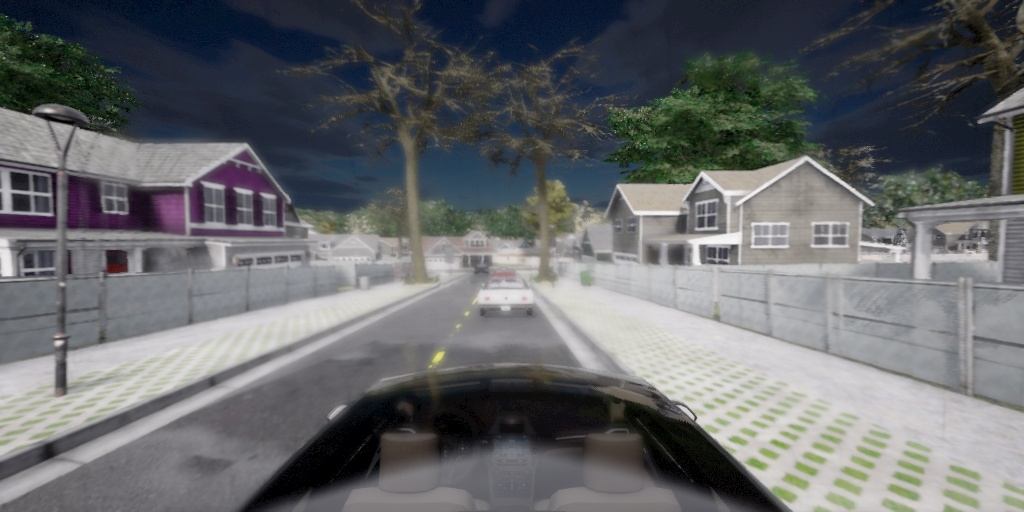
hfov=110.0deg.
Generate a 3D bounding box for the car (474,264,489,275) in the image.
[{"bbox_3d":[-3.859,1.689,46.331,2.033,1.411,5.357,0,-1,-1],"label":"car"}]

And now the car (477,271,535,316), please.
[{"bbox_3d":[-0.227,1.426,13.835,1.895,1.301,4.718,0,0,-1],"label":"car"}]

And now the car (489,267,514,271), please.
[{"bbox_3d":[-0.608,1.563,28.863,1.895,1.301,4.718,0,-1,-1],"label":"car"}]
